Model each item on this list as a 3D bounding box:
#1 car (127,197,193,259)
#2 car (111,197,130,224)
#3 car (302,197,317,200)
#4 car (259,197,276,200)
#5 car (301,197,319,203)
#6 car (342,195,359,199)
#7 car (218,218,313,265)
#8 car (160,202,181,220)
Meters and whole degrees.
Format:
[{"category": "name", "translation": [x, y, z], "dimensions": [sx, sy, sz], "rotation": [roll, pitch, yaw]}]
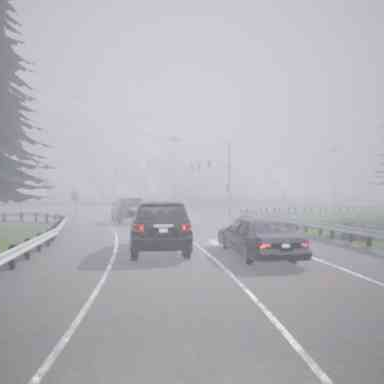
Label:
[{"category": "car", "translation": [-1.355, 1.337, 13.284], "dimensions": [2.150, 2.045, 5.566], "rotation": [0, 0, -9]}, {"category": "car", "translation": [-5.314, 1.463, 27.491], "dimensions": [2.150, 2.045, 5.566], "rotation": [0, -1, -21]}, {"category": "car", "translation": [25.547, 2.060, 73.439], "dimensions": [4.892, 1.490, 1.837], "rotation": [0, -1, -25]}, {"category": "car", "translation": [18.397, 1.998, 81.771], "dimensions": [4.553, 1.767, 2.097], "rotation": [0, -1, -23]}, {"category": "car", "translation": [31.808, 2.204, 89.509], "dimensions": [4.902, 1.511, 2.128], "rotation": [0, -1, -37]}, {"category": "car", "translation": [38.969, 1.829, 81.801], "dimensions": [5.566, 2.045, 2.150], "rotation": [0, -1, -37]}, {"category": "car", "translation": [2.373, 1.645, 12.204], "dimensions": [2.033, 1.411, 5.357], "rotation": [0, 0, -9]}, {"category": "car", "translation": [-2.193, 1.785, 32.659], "dimensions": [1.837, 1.490, 4.892], "rotation": [-1, 0, -6]}]
